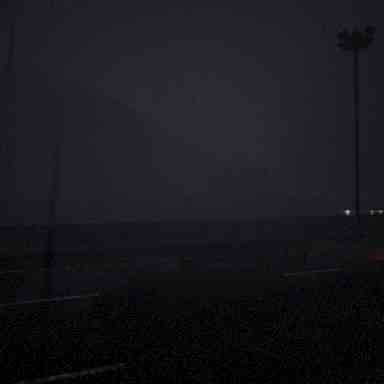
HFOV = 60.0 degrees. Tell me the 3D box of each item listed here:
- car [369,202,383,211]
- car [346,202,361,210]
[{"bbox_3d":[31.093,2.388,56.013,1.994,1.385,4.181,-1,-1,31],"label":"car"},{"bbox_3d":[27.732,2.454,57.119,1.895,1.301,4.718,-1,-1,32],"label":"car"}]
